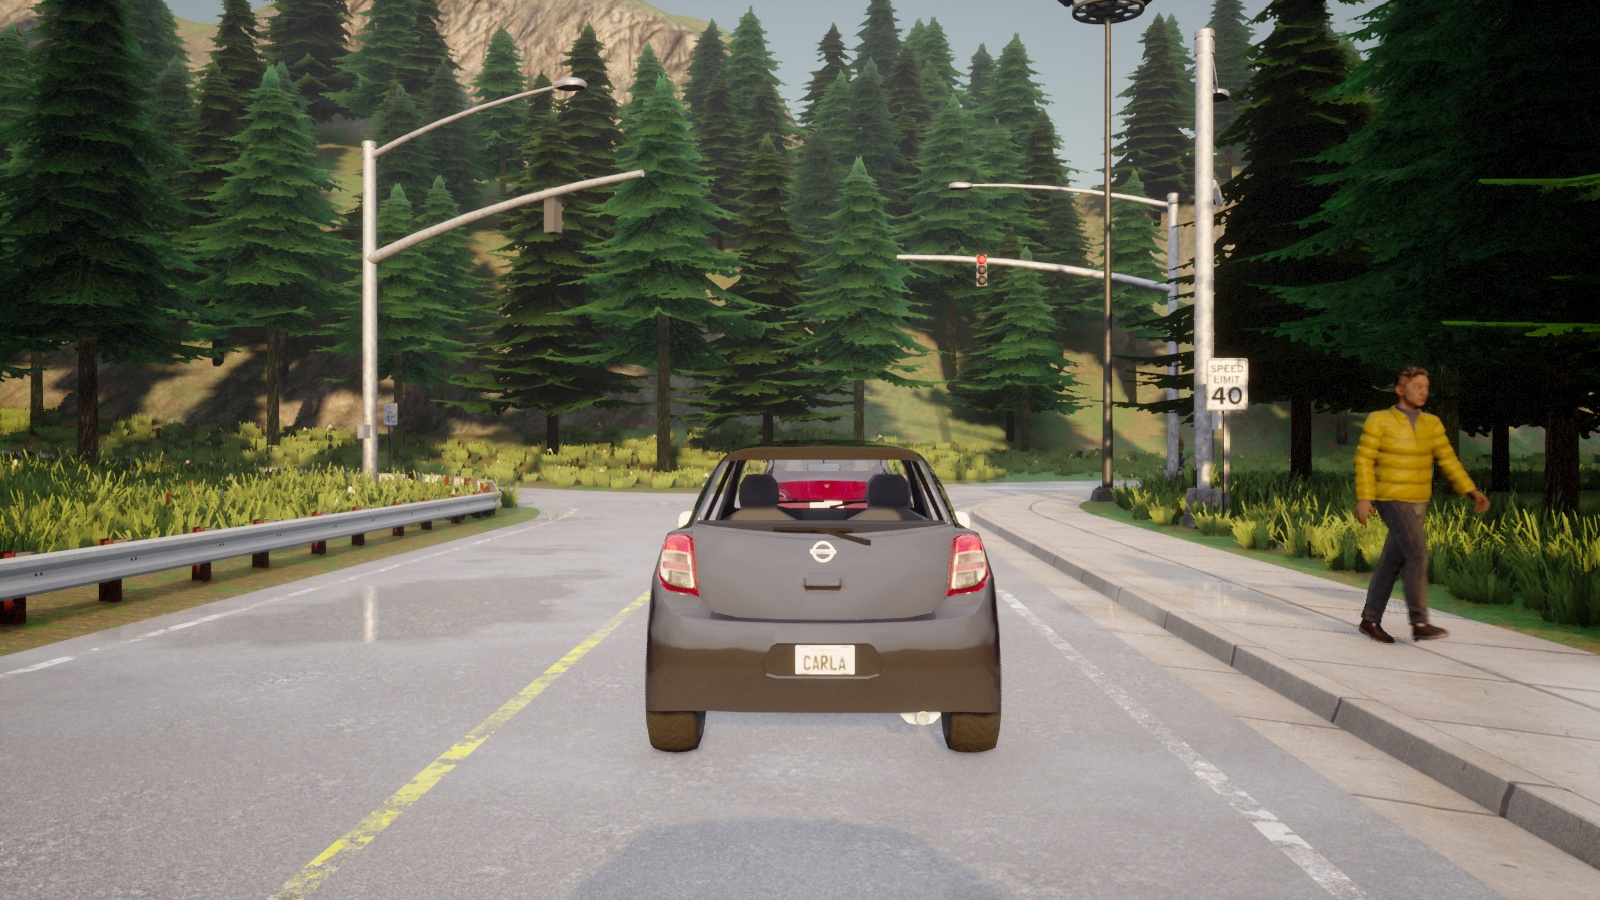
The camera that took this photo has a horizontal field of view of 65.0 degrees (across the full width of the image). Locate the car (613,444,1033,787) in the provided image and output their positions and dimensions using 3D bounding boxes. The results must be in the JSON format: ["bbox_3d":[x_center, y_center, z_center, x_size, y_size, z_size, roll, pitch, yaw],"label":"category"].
[{"bbox_3d":[0.136,0.719,7.344,1.845,1.501,3.633,0,0,1],"label":"car"}]

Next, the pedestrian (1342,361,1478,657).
[{"bbox_3d":[3.965,0.365,8.195,0.431,1.840,0.709,0,0,-15],"label":"pedestrian"}]
